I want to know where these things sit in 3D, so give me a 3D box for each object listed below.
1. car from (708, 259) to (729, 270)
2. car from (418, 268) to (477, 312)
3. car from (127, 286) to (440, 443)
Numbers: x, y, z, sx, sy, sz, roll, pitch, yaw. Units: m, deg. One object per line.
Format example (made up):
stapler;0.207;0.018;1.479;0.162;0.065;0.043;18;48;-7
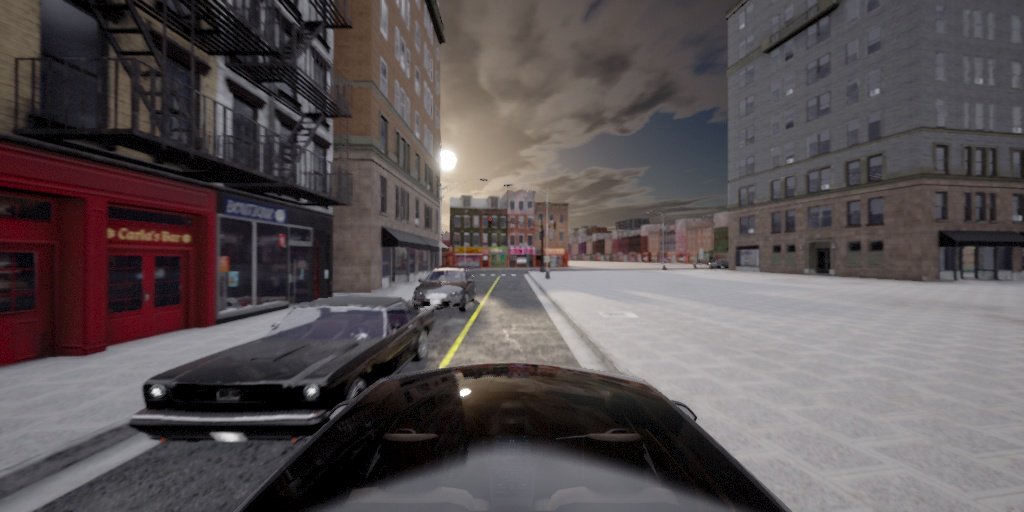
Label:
car;29.311;1.185;48.940;4.902;1.511;2.128;0;0;-9
car;-2.502;1.245;14.245;2.128;1.511;4.902;0;0;0
car;-2.593;1.351;5.491;1.895;1.301;4.718;0;0;0
